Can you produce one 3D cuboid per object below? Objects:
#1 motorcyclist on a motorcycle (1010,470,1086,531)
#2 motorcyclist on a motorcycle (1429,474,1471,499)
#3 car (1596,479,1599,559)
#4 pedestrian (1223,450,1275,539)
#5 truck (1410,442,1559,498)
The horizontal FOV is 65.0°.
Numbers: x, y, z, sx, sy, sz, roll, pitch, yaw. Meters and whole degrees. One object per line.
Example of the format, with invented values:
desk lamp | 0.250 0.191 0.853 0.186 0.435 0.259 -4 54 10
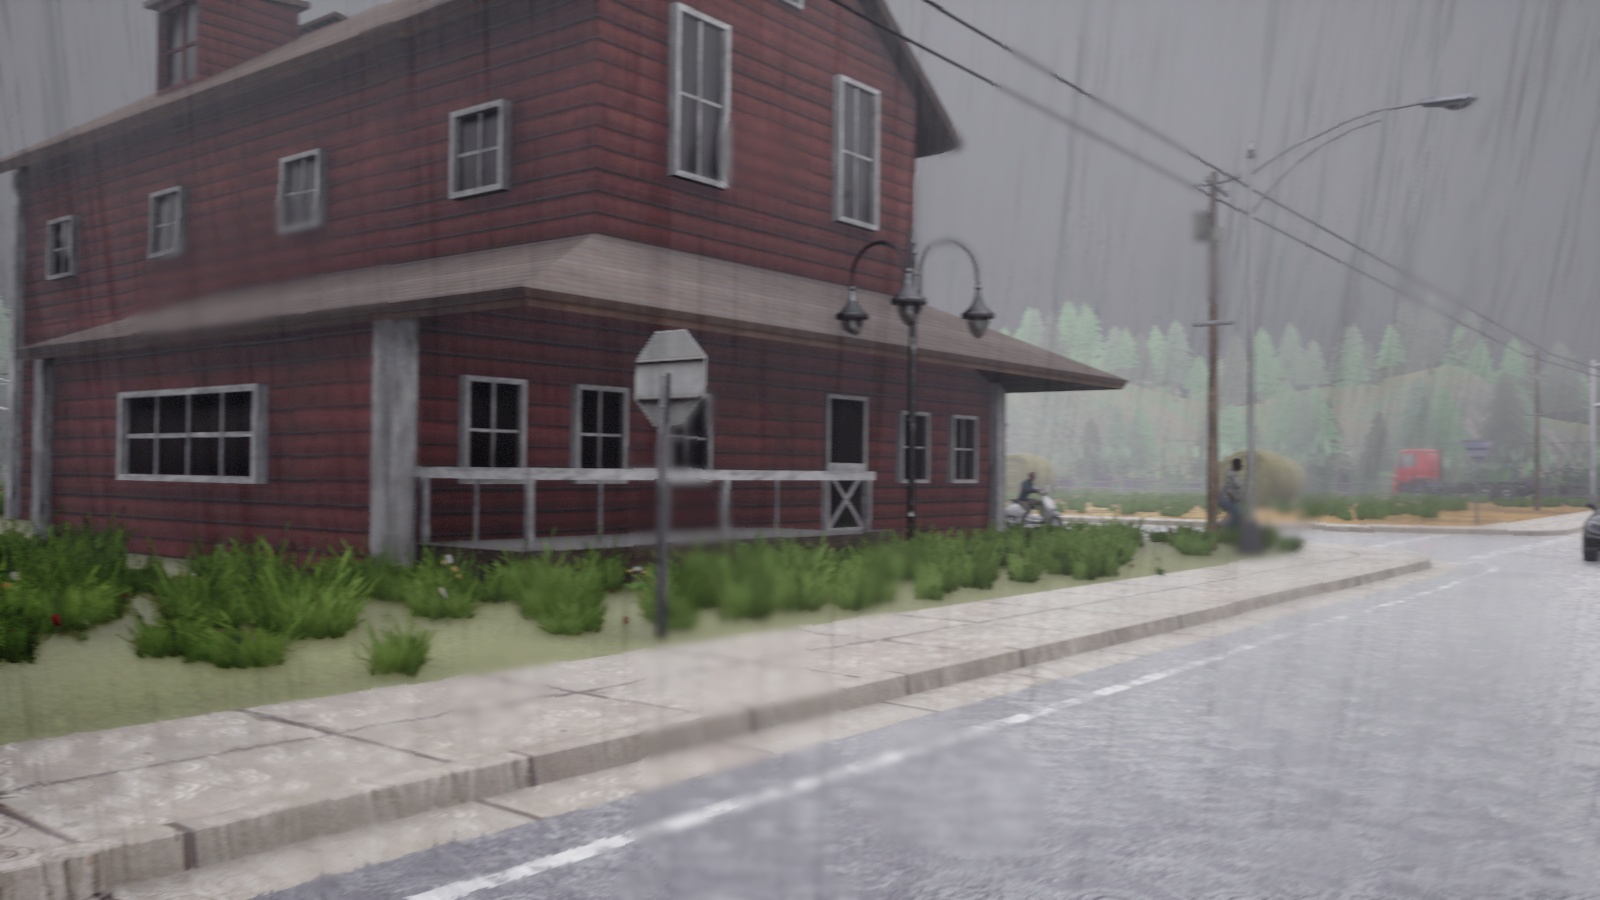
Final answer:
motorcyclist on a motorcycle | 6.676 1.333 33.839 1.817 1.590 0.866 -1 -1 38
motorcyclist on a motorcycle | 40.803 2.261 78.810 2.191 1.530 0.866 -1 -1 42
car | 16.673 1.284 24.118 1.812 1.442 4.674 0 -1 39
pedestrian | 9.564 0.929 26.756 0.900 1.855 0.874 0 -1 30
truck | 43.907 1.286 80.770 7.936 3.462 2.891 -1 -1 44
